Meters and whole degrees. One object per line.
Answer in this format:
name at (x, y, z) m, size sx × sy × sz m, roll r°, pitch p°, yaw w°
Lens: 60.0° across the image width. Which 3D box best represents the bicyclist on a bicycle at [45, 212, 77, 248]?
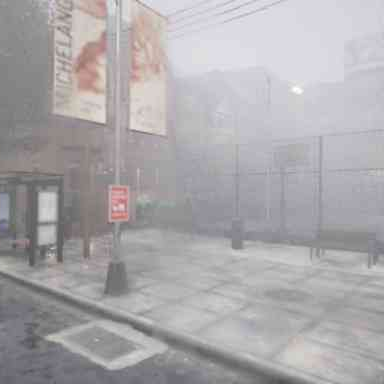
bicyclist on a bicycle at (-5.343, 1.418, 13.375) m, size 0.582 × 1.620 × 1.656 m, roll 0°, pitch -1°, yaw 39°
